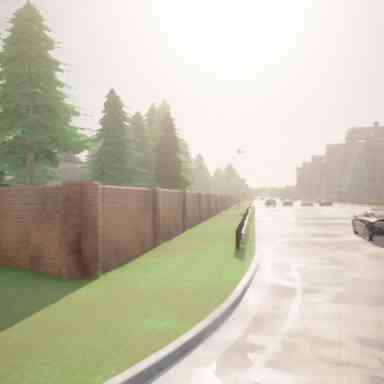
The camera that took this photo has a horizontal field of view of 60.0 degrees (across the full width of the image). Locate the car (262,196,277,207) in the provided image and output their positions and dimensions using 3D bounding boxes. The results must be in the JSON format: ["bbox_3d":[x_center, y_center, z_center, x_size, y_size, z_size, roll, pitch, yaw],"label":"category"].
[{"bbox_3d":[15.522,2.030,65.592,2.097,1.767,4.553,-1,-1,11],"label":"car"}]

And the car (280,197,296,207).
[{"bbox_3d":[19.439,2.187,67.499,1.812,1.442,4.674,-1,-1,11],"label":"car"}]

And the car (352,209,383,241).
[{"bbox_3d":[9.653,1.618,17.186,2.128,1.511,4.902,-1,-1,14],"label":"car"}]

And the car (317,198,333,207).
[{"bbox_3d":[26.076,2.118,64.897,1.994,1.385,4.181,-1,-1,11],"label":"car"}]

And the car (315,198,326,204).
[{"bbox_3d":[33.976,2.334,88.248,1.994,1.385,4.181,-1,-1,11],"label":"car"}]

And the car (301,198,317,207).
[{"bbox_3d":[22.606,2.202,65.380,1.895,1.301,4.718,-1,-1,11],"label":"car"}]
